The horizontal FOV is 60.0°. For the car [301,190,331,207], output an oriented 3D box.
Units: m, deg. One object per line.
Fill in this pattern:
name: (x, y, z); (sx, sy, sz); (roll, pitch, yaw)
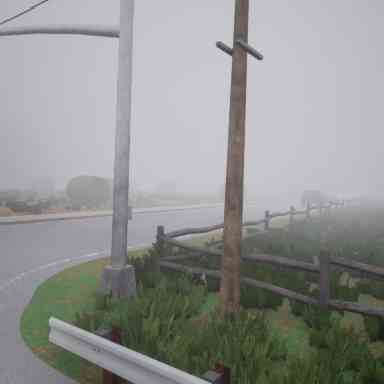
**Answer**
car: (15.415, 0.811, 41.828); (2.150, 2.045, 5.566); (3, 2, 34)

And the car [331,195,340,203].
car: (21.167, 1.133, 50.725); (1.994, 1.385, 4.181); (3, 2, 33)

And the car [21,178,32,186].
car: (-39.171, -2.324, 79.237); (1.905, 1.878, 3.866); (8, 2, -13)
